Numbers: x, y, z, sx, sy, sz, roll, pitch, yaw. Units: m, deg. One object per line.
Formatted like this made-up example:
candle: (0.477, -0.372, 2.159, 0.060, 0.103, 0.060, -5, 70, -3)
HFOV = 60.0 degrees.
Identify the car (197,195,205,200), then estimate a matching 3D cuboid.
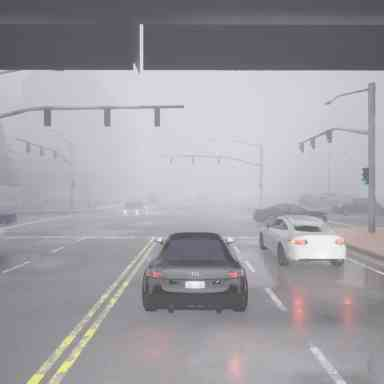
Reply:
car: (2.334, 1.378, 86.079, 1.994, 1.385, 4.181, 0, 0, 0)

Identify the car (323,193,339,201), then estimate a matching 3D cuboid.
car: (33.485, 1.153, 80.025, 1.932, 1.855, 4.605, 0, 0, 0)

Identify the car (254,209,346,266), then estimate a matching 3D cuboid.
car: (3.581, 1.526, 11.385, 1.812, 1.442, 4.674, 0, 0, 0)

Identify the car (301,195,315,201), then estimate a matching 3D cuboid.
car: (27.907, 1.395, 79.958, 1.970, 1.475, 3.806, 0, 0, 0)

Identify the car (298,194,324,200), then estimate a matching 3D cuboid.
car: (16.640, 1.153, 47.408, 1.932, 1.855, 4.605, 0, 0, 0)

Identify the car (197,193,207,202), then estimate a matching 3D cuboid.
car: (2.395, 1.223, 77.011, 2.150, 2.045, 5.566, 0, 0, 0)

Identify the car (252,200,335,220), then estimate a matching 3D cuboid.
car: (6.590, 1.477, 22.501, 5.008, 1.535, 1.882, 0, 0, 0)

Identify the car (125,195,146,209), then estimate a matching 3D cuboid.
car: (-7.999, 1.478, 46.156, 1.882, 1.535, 5.008, 0, 0, 0)

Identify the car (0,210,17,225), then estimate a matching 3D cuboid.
car: (-14.228, 1.478, 22.044, 5.008, 1.535, 1.882, 0, 0, 3)

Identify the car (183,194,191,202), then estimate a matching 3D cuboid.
car: (-1.105, 1.593, 76.985, 1.895, 1.301, 4.718, 0, 0, 0)

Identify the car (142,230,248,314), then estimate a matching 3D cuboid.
car: (0.066, 1.564, 7.725, 1.994, 1.385, 4.181, 0, 0, 0)

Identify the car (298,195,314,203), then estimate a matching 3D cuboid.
car: (22.186, 1.395, 64.838, 1.970, 1.475, 3.806, 0, 0, 0)

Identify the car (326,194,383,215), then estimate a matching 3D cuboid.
car: (16.350, 1.352, 33.180, 4.553, 1.767, 2.097, 0, 0, 1)

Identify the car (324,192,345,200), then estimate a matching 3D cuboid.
car: (19.534, 1.156, 47.363, 1.905, 1.878, 3.866, 0, 0, 0)

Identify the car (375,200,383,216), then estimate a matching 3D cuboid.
car: (19.147, 1.601, 29.649, 4.718, 1.301, 1.895, 0, 0, 1)

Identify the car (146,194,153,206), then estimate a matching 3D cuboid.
car: (-8.050, 1.526, 55.436, 1.812, 1.442, 4.674, 0, 0, 0)

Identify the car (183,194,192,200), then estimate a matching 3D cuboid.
car: (-1.166, 1.351, 86.056, 2.128, 1.511, 4.902, 0, 0, 0)

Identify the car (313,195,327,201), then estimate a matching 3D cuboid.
car: (30.802, 1.364, 79.966, 1.784, 1.438, 3.905, 0, 0, 0)

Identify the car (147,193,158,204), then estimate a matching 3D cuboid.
car: (-8.059, 1.221, 66.089, 2.150, 2.045, 5.566, 0, 0, 0)
